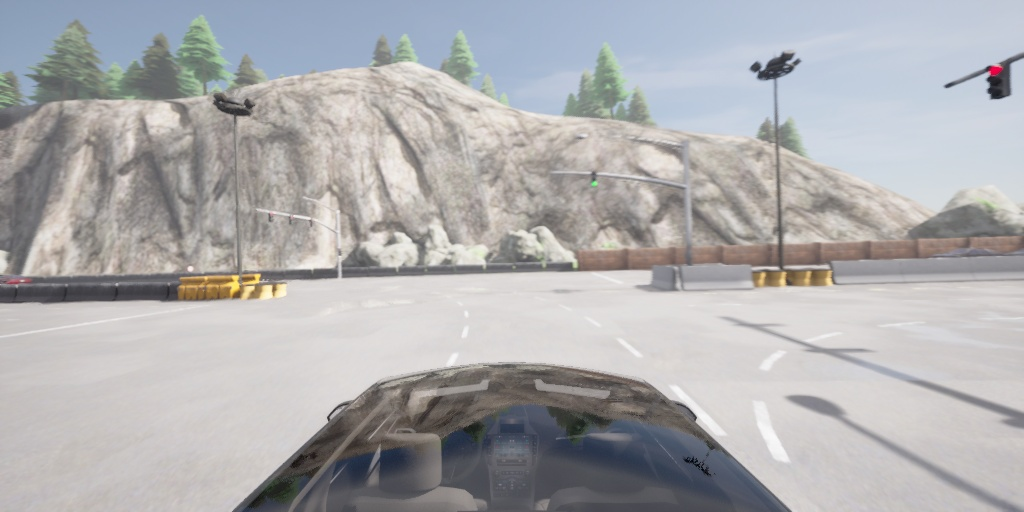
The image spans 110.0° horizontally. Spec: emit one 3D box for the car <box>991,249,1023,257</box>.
[{"bbox_3d":[43.541,-0.069,29.753,4.181,1.385,1.994,-2,0,4],"label":"car"}]

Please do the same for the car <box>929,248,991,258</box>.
[{"bbox_3d":[42.338,-0.046,33.326,5.357,1.411,2.033,-2,0,4],"label":"car"}]
